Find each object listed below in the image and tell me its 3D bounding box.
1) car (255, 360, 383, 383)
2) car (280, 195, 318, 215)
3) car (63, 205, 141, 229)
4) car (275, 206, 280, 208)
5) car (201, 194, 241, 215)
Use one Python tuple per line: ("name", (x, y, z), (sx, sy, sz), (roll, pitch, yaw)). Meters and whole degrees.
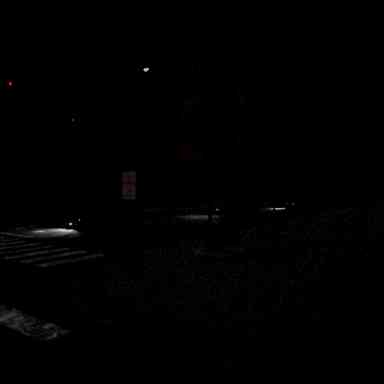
("car", (2.143, 1.551, 1.314), (4.403, 1.369, 2.008), (0, 0, 36))
("car", (11.728, 1.290, 35.568), (2.150, 2.045, 5.566), (0, 0, 35))
("car", (-5.836, 1.565, 22.358), (2.033, 1.411, 5.357), (0, 0, 35))
("car", (14.034, 1.693, 50.247), (1.994, 1.385, 4.181), (0, 0, 35))
("car", (3.181, 1.265, 35.087), (2.150, 2.045, 5.566), (0, 0, 35))
